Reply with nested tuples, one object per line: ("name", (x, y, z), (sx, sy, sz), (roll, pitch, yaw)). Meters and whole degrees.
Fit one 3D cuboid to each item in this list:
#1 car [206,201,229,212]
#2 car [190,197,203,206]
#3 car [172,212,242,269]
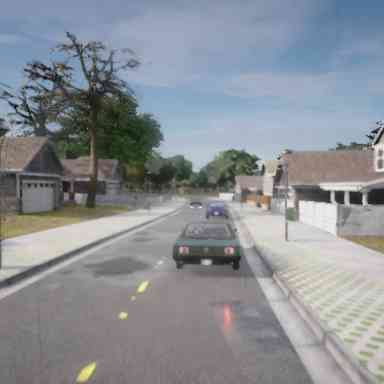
("car", (2.131, 1.494, 28.260), (1.812, 1.442, 4.674), (0, 0, 5))
("car", (0.667, 1.469, 51.676), (2.033, 1.411, 5.357), (0, 0, 2))
("car", (0.559, 1.578, 11.034), (1.895, 1.301, 4.718), (0, 0, 4))
